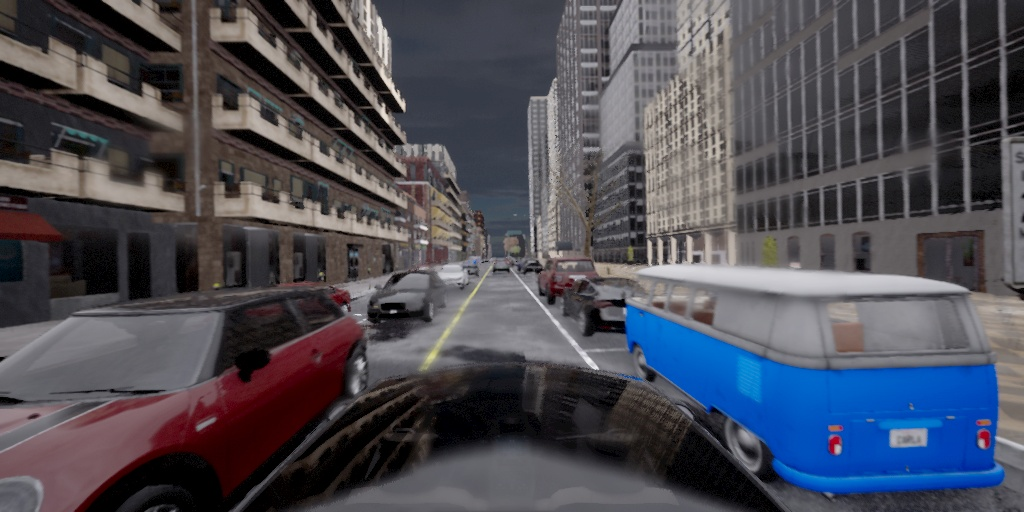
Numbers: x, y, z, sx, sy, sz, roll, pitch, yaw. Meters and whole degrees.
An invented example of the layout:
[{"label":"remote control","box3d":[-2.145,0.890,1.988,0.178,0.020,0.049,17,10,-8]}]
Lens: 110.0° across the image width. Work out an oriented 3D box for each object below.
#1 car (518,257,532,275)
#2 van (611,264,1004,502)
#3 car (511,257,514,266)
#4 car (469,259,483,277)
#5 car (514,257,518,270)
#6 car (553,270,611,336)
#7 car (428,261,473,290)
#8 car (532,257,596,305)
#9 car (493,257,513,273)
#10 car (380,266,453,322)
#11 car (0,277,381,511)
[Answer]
[{"label":"car","box3d":[1.983,1.073,36.333,1.837,1.490,4.892,-1,0,-2]},{"label":"van","box3d":[2.699,1.019,4.341,1.690,1.789,3.998,0,0,-2]},{"label":"car","box3d":[0.709,1.086,59.533,1.948,1.339,4.313,0,0,-2]},{"label":"car","box3d":[-4.125,1.281,33.866,1.994,1.385,4.181,-1,0,-2]},{"label":"car","box3d":[1.696,0.903,43.298,2.097,1.767,4.553,-1,0,-2]},{"label":"car","box3d":[2.500,1.225,9.860,1.948,1.339,4.313,0,0,-2]},{"label":"car","box3d":[-3.760,1.277,22.549,1.812,1.442,4.674,-1,0,-2]},{"label":"car","box3d":[2.301,0.956,15.380,2.192,1.841,5.009,0,0,-2]},{"label":"car","box3d":[-1.271,1.186,42.172,1.994,1.385,4.181,-1,0,-2]},{"label":"car","box3d":[-3.402,1.287,12.420,1.837,1.490,4.892,-1,0,-2]},{"label":"car","box3d":[-3.077,1.165,3.298,2.097,1.767,4.553,-1,0,-2]}]
